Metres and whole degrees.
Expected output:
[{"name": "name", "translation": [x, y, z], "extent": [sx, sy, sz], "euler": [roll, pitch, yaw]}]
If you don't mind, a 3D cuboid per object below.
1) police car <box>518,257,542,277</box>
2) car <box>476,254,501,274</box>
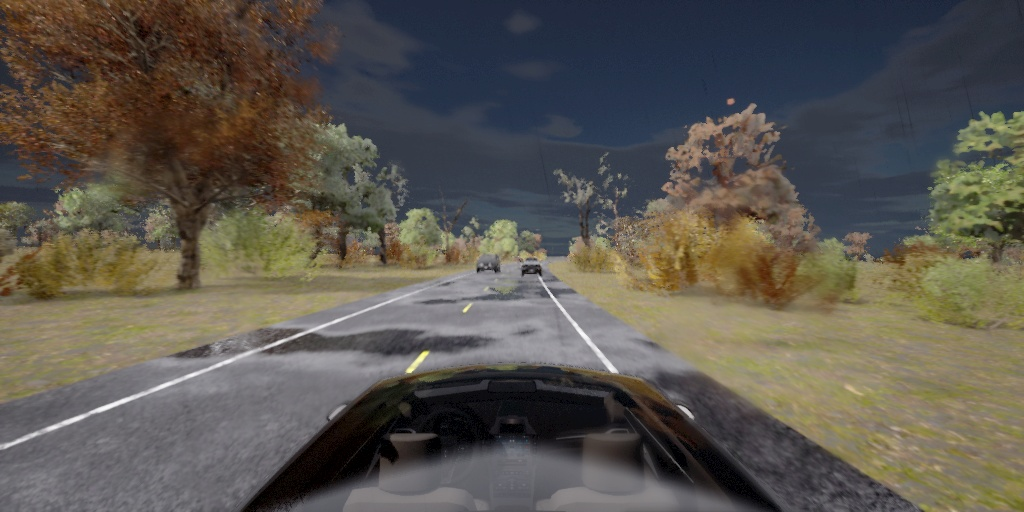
[{"name": "police car", "translation": [1.819, 1.037, 33.564], "extent": [1.930, 1.638, 5.238], "euler": [0, 0, 3]}, {"name": "car", "translation": [-2.490, 0.801, 38.977], "extent": [2.150, 2.045, 5.566], "euler": [0, 0, 4]}]
